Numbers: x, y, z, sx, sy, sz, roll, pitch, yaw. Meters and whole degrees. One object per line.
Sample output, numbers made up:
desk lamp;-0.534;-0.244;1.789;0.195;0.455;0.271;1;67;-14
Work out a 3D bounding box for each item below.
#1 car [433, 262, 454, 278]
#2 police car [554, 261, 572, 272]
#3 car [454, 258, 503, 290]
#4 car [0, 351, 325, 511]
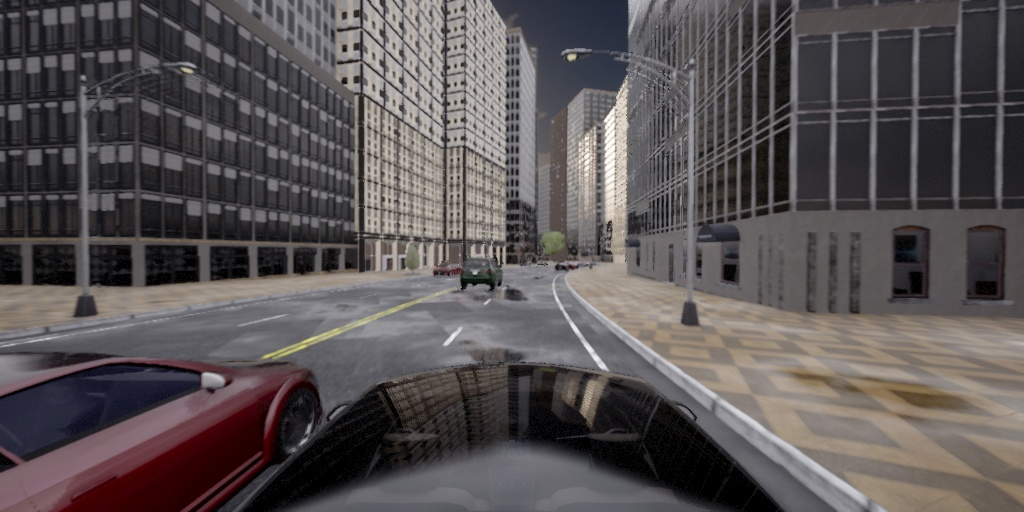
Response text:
car;-6.875;1.462;38.339;1.882;1.535;5.008;0;-1;9
police car;7.986;1.651;57.446;1.930;1.638;5.238;0;0;14
car;-1.966;1.131;24.180;2.150;2.045;5.566;0;0;5
car;-3.089;1.309;2.303;1.994;1.385;4.181;0;0;0
